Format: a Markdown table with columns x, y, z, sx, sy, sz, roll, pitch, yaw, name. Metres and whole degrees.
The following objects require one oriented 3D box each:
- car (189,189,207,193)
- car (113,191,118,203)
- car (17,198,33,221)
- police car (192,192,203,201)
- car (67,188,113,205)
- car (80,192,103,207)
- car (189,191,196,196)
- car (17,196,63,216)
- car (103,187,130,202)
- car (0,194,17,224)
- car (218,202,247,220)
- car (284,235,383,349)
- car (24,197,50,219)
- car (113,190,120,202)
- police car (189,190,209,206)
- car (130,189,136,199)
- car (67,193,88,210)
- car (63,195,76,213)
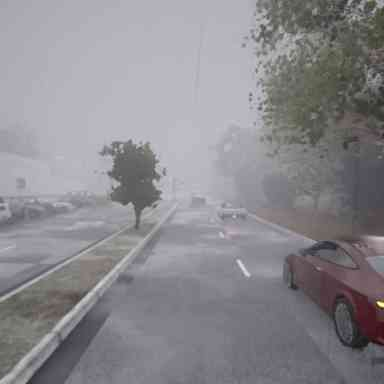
| x | y | z | sx | sy | sz | roll | pitch | yaw | name |
| --- | --- | --- | --- | --- | --- | --- | --- | --- | --- |
| 0.918 | 0.767 | 55.411 | 2.097 | 1.767 | 4.553 | 0 | 1 | 0 | car |
| -13.623 | 1.019 | 46.790 | 5.366 | 1.575 | 1.946 | -1 | 1 | -20 | car |
| -13.846 | 1.411 | 22.696 | 4.792 | 1.488 | 2.163 | -1 | 1 | -20 | car |
| 0.920 | 0.771 | 61.556 | 1.930 | 1.638 | 5.238 | 0 | 1 | 0 | police car |
| -13.779 | 0.820 | 43.735 | 5.566 | 2.045 | 2.435 | -1 | 1 | -20 | car |
| -13.777 | 1.147 | 40.736 | 4.792 | 1.488 | 2.163 | -1 | 1 | -20 | car |
| 0.212 | 0.483 | 94.556 | 2.033 | 1.411 | 5.357 | 0 | 0 | 1 | car |
| -13.847 | 1.181 | 28.707 | 4.553 | 1.767 | 2.185 | -1 | 1 | -20 | car |
| -13.816 | 0.654 | 55.704 | 5.566 | 2.045 | 2.435 | -1 | 1 | -20 | car |
| -13.852 | 1.161 | 19.694 | 5.566 | 2.045 | 2.435 | -1 | 1 | -20 | car |
| 3.109 | 1.444 | 26.591 | 1.895 | 1.301 | 4.718 | 0 | 1 | 0 | car |
| 3.102 | 1.518 | 6.117 | 1.812 | 1.442 | 4.674 | 0 | 0 | 0 | car |
| -13.820 | 1.389 | 25.721 | 4.674 | 1.452 | 2.002 | -1 | 0 | -20 | car |
| -13.968 | 0.984 | 49.656 | 5.366 | 1.575 | 1.946 | -1 | 1 | -20 | car |
| 0.915 | 0.976 | 45.545 | 1.930 | 1.638 | 5.238 | 0 | 1 | 0 | police car |
| -13.813 | 0.681 | 64.717 | 4.553 | 1.767 | 2.185 | -1 | 0 | -20 | car |
| -13.802 | 1.216 | 34.720 | 5.008 | 1.535 | 2.097 | -1 | 1 | -20 | car |
| -13.814 | 1.303 | 31.720 | 4.674 | 1.452 | 2.002 | -1 | 1 | -20 | car |
